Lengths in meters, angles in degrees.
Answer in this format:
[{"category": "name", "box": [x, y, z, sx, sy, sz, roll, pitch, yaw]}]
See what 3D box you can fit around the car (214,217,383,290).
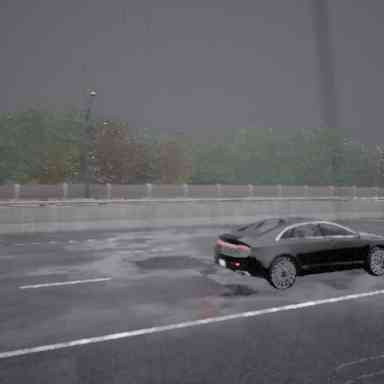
[{"category": "car", "box": [2.954, 1.391, 8.575, 4.902, 1.511, 2.128, -1, 0, -22]}]
